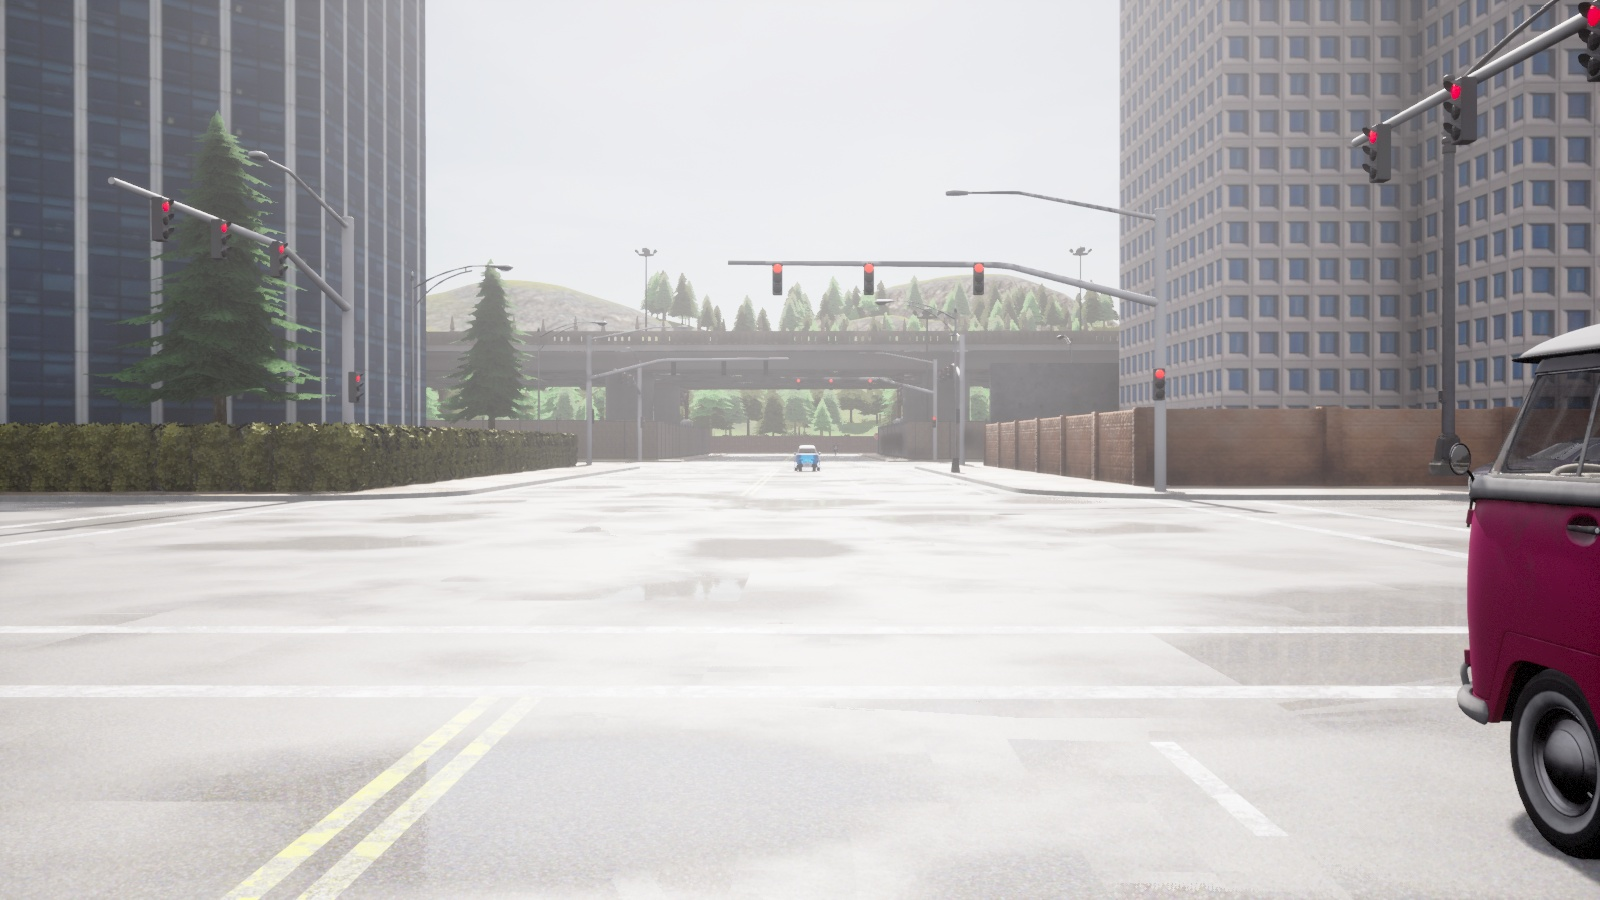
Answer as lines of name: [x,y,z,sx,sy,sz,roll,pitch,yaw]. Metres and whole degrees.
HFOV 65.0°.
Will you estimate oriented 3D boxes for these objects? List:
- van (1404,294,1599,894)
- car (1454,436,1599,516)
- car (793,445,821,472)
van: [3.533,0.483,3.300,1.775,1.987,4.442,0,0,0]
car: [17.088,0.537,27.131,4.856,1.649,2.033,0,0,1]
car: [0.383,0.426,66.471,1.481,1.376,2.207,0,1,0]
